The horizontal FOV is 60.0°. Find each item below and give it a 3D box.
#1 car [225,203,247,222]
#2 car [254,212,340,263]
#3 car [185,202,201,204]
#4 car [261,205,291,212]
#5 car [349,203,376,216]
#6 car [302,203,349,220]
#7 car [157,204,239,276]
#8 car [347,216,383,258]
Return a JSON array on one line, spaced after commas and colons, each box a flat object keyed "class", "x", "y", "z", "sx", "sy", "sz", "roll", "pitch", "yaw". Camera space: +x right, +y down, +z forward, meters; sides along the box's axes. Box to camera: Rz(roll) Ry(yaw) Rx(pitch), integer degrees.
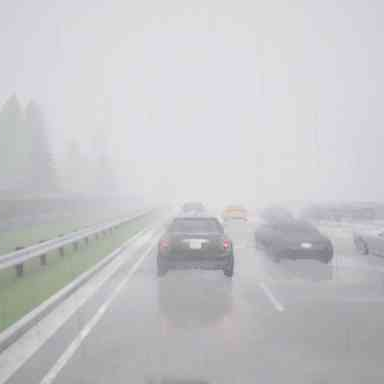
[{"class": "car", "x": 3.593, "y": 1.710, "z": 29.144, "sx": 1.882, "sy": 1.535, "sz": 5.008, "roll": 0, "pitch": 0, "yaw": 0}, {"class": "car", "x": 3.596, "y": 1.664, "z": 12.459, "sx": 1.994, "sy": 1.385, "sz": 4.181, "roll": 0, "pitch": 0, "yaw": 0}, {"class": "car", "x": 0.093, "y": 1.569, "z": 27.307, "sx": 2.097, "sy": 1.767, "sz": 4.553, "roll": 0, "pitch": 0, "yaw": 0}, {"class": "car", "x": 7.093, "y": 1.788, "z": 28.114, "sx": 1.994, "sy": 1.385, "sz": 4.181, "roll": 0, "pitch": 0, "yaw": 0}, {"class": "car", "x": 14.094, "y": 1.710, "z": 29.144, "sx": 1.882, "sy": 1.535, "sz": 5.008, "roll": 0, "pitch": 0, "yaw": 0}, {"class": "car", "x": 10.593, "y": 1.711, "z": 27.571, "sx": 2.128, "sy": 1.511, "sz": 4.902, "roll": 0, "pitch": 0, "yaw": 0}, {"class": "car", "x": 0.096, "y": 1.439, "z": 10.817, "sx": 2.097, "sy": 1.767, "sz": 4.553, "roll": 0, "pitch": 0, "yaw": 0}, {"class": "car", "x": 7.097, "y": 1.687, "z": 10.691, "sx": 1.895, "sy": 1.301, "sz": 4.718, "roll": 0, "pitch": 0, "yaw": 0}]
